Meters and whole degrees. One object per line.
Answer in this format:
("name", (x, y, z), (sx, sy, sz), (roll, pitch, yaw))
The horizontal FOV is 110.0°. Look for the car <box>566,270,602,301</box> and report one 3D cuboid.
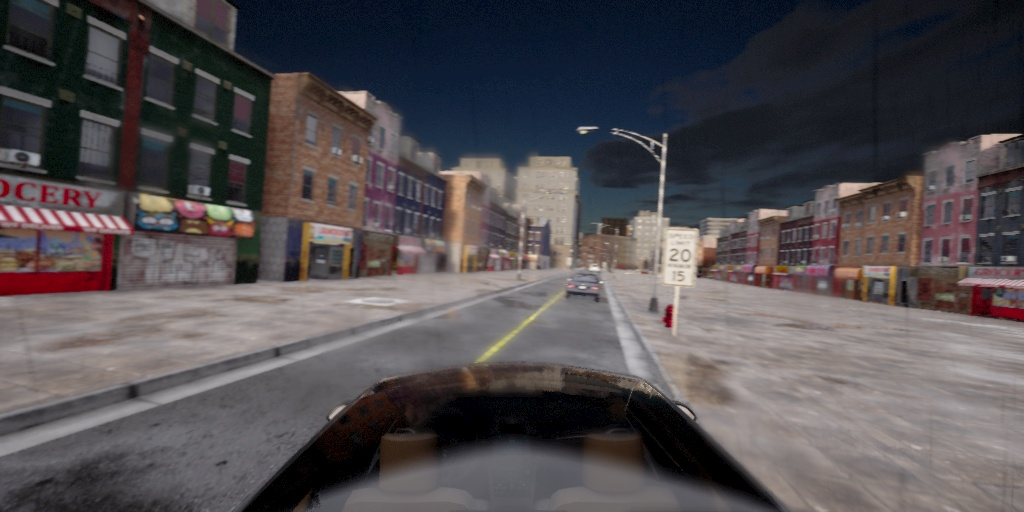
("car", (4.194, 1.722, 20.787), (2.033, 1.411, 5.357), (4, 0, 13))
